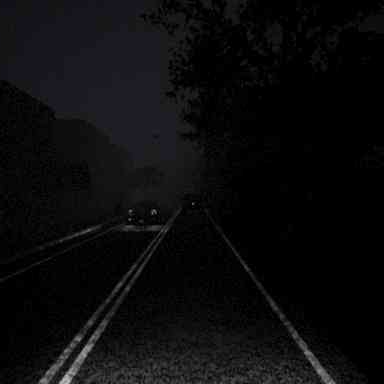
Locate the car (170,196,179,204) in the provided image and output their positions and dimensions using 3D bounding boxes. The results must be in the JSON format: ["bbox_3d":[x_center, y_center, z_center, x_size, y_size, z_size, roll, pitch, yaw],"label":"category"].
[{"bbox_3d":[-3.265,1.483,64.824,1.882,1.535,5.008,0,0,0],"label":"car"}]

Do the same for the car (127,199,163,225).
[{"bbox_3d":[-3.347,1.364,24.251,2.097,1.767,4.553,0,0,0],"label":"car"}]

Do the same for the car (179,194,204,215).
[{"bbox_3d":[0.100,1.233,34.582,2.150,2.045,5.566,0,0,0],"label":"car"}]
